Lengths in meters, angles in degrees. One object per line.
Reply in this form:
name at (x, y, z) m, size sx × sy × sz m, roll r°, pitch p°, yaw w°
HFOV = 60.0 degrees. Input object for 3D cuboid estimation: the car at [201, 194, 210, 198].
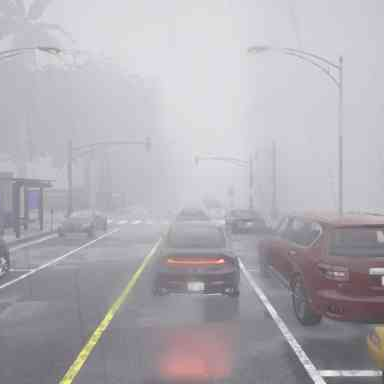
car at (2.848, 1.494, 55.298) m, size 1.752 × 1.417 × 4.829 m, roll 0°, pitch 0°, yaw 0°

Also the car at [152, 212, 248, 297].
car at (0.090, 1.503, 8.583) m, size 1.837 × 1.490 × 4.892 m, roll 0°, pitch 0°, yaw 0°

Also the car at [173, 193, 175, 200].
car at (-5.644, 1.258, 76.842) m, size 2.192 × 1.841 × 5.009 m, roll 0°, pitch 0°, yaw 0°

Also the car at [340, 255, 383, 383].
car at (2.763, 1.525, 1.745) m, size 1.752 × 1.417 × 4.829 m, roll 0°, pitch 0°, yaw 0°

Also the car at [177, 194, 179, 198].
car at (-5.619, 1.232, 93.103) m, size 2.192 × 1.841 × 5.009 m, roll 0°, pitch 0°, yaw 0°

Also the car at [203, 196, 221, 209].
car at (2.830, 1.544, 44.287) m, size 1.947 × 1.339 × 4.313 m, roll 0°, pitch 0°, yaw 0°

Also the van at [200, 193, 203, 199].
van at (2.855, 1.305, 60.548) m, size 1.690 × 1.788 × 3.998 m, roll 0°, pitch 0°, yaw 0°

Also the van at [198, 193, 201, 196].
van at (2.890, 1.276, 82.229) m, size 1.690 × 1.788 × 3.998 m, roll 0°, pitch 0°, yaw 0°

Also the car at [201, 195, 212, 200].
car at (2.839, 1.540, 49.707) m, size 1.947 × 1.339 × 4.313 m, roll 0°, pitch 0°, yaw 0°

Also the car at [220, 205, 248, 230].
car at (2.789, 1.561, 17.850) m, size 1.947 × 1.339 × 4.313 m, roll 0°, pitch 0°, yaw 0°

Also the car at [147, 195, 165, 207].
car at (-5.686, 1.525, 49.741) m, size 2.008 × 1.369 × 4.403 m, roll 0°, pitch 0°, yaw 0°

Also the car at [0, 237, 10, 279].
car at (-5.754, 1.439, 7.029) m, size 1.967 × 1.590 × 4.097 m, roll 0°, pitch 0°, yaw 0°

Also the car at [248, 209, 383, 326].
car at (2.770, 1.314, 7.000) m, size 2.192 × 1.841 × 5.009 m, roll 0°, pitch 0°, yaw 0°

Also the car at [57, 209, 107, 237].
car at (-5.737, 1.577, 17.882) m, size 1.802 × 1.307 × 4.206 m, roll 0°, pitch 0°, yaw 0°

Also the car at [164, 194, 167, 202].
car at (-5.678, 1.409, 55.161) m, size 1.967 × 1.590 × 4.097 m, roll 0°, pitch 0°, yaw 0°

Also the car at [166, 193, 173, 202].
car at (-5.652, 1.391, 71.422) m, size 1.967 × 1.590 × 4.097 m, roll 0°, pitch 0°, yaw 0°

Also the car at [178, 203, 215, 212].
car at (0.032, 1.558, 18.611) m, size 1.994 × 1.385 × 4.181 m, roll 0°, pitch 0°, yaw 0°
